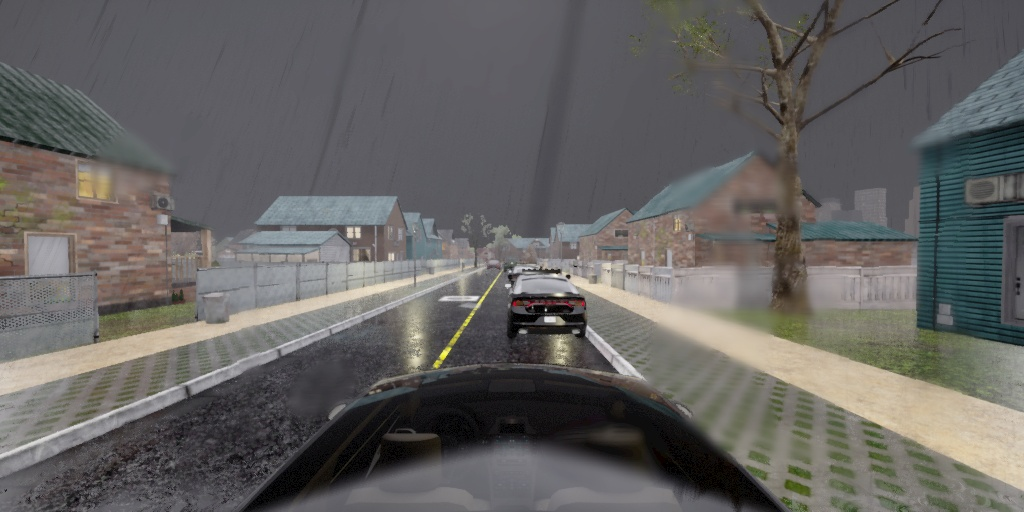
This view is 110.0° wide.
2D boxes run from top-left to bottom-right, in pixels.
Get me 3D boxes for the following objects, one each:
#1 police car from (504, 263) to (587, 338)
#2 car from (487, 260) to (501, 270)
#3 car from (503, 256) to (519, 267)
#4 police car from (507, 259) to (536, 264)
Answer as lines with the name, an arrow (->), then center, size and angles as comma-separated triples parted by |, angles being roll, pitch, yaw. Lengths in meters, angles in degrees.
police car -> 0.827, 1.175, 10.360 | 1.930, 1.638, 5.238 | 0, 0, 0
car -> -2.739, 1.304, 54.075 | 1.882, 1.535, 5.008 | 0, 0, 0
car -> 0.030, 1.027, 47.008 | 2.150, 2.045, 5.566 | 0, 0, 0
police car -> 0.829, 1.182, 20.362 | 1.930, 1.638, 5.238 | 0, 0, 0
